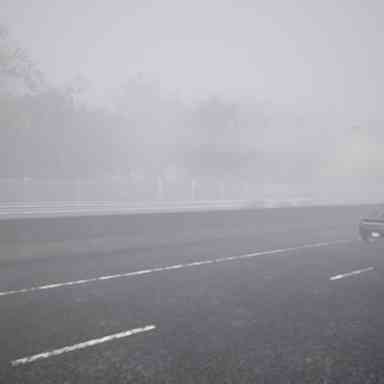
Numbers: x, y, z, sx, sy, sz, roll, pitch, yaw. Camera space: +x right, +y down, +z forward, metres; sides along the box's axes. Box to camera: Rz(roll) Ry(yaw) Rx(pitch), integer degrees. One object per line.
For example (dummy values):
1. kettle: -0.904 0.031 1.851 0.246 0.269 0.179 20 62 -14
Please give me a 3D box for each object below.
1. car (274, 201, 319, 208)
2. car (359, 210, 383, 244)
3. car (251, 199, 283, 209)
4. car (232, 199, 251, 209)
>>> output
1. car: 9.392 1.601 27.896 4.718 1.301 1.895 0 0 -36
2. car: 9.308 1.489 14.694 4.902 1.511 2.128 0 0 -35
3. car: 8.085 1.526 31.247 4.674 1.442 1.812 0 0 -36
4. car: 6.257 1.505 34.257 4.892 1.490 1.837 0 0 -35
